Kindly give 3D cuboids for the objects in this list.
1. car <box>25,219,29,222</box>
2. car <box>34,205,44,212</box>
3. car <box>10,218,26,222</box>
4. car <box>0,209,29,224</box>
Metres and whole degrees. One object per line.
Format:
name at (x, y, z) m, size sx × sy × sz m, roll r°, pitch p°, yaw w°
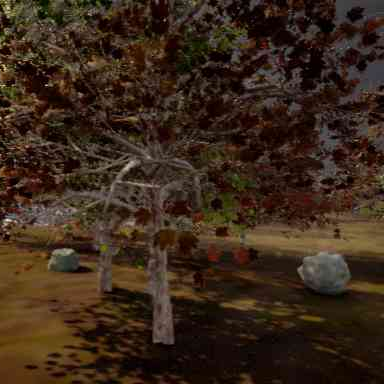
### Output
car at (-19.105, 4.178, 37.525) m, size 5.566 × 2.045 × 2.435 m, roll 2°, pitch 1°, yaw 17°
car at (-33.327, 3.592, 72.749) m, size 2.435 × 2.045 × 5.566 m, roll 1°, pitch 1°, yaw 19°
car at (-20.990, 4.177, 35.114) m, size 5.566 × 2.045 × 2.435 m, roll 2°, pitch 1°, yaw 17°
car at (-28.962, 3.872, 52.631) m, size 5.566 × 2.045 × 2.435 m, roll 0°, pitch 0°, yaw 17°
